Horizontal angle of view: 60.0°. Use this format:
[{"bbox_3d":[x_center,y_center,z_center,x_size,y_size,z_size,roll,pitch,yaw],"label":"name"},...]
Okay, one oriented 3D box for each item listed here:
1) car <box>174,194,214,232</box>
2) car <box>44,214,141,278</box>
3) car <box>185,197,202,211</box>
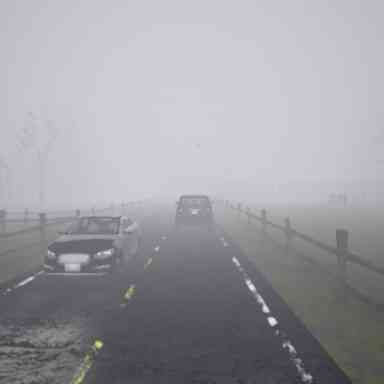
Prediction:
[{"bbox_3d":[0.130,1.141,19.814,2.150,2.045,5.566,0,0,0],"label":"car"},{"bbox_3d":[-2.735,1.450,10.082,2.128,1.511,4.902,0,0,0],"label":"car"},{"bbox_3d":[0.170,1.375,39.005,1.812,1.442,4.674,0,0,0],"label":"car"}]
